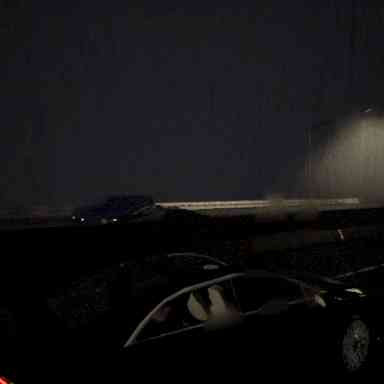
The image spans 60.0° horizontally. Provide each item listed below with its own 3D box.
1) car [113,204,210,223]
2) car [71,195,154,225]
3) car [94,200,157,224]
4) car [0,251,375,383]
[{"bbox_3d":[-1.121,1.503,16.068,4.674,1.442,1.812,0,0,-35],"label":"car"},{"bbox_3d":[-4.954,1.196,21.918,5.566,2.045,2.150,0,0,-35],"label":"car"},{"bbox_3d":[-2.759,1.467,19.180,4.902,1.511,2.128,0,0,-35],"label":"car"},{"bbox_3d":[0.272,1.485,3.927,4.902,1.511,2.128,0,0,-35],"label":"car"}]
